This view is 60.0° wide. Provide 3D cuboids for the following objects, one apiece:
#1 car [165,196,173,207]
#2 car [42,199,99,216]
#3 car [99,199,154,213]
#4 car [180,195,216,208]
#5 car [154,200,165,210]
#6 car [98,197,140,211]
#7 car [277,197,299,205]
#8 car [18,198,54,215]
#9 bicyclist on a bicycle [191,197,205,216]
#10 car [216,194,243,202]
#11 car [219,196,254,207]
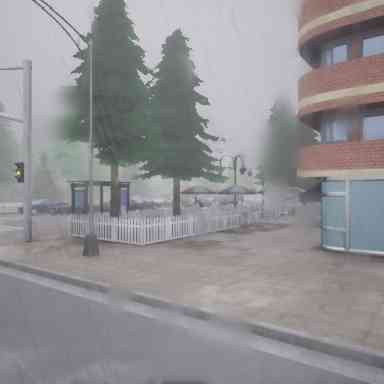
[{"bbox_3d":[-2.237,1.296,48.337,4.553,1.767,2.097,0,0,-43],"label":"car"},{"bbox_3d":[-11.254,1.545,31.572,1.895,1.301,4.718,0,0,36],"label":"car"},{"bbox_3d":[-6.238,1.545,32.216,1.895,1.301,4.718,0,0,36],"label":"car"},{"bbox_3d":[0.830,1.508,46.488,4.181,1.385,1.994,0,0,-43],"label":"car"},{"bbox_3d":[-5.784,1.545,38.931,1.895,1.301,4.718,0,0,37],"label":"car"},{"bbox_3d":[-8.832,1.422,40.636,1.882,1.535,5.008,0,0,38],"label":"car"},{"bbox_3d":[14.235,1.449,47.312,4.892,1.490,1.837,0,-1,-28],"label":"car"},{"bbox_3d":[-14.551,1.422,32.967,1.882,1.535,5.008,0,0,36],"label":"car"},{"bbox_3d":[0.434,1.245,27.308,1.656,1.620,0.582,0,0,36],"label":"bicyclist on a bicycle"},{"bbox_3d":[6.058,1.166,54.934,5.566,2.045,2.150,0,0,-31],"label":"car"},{"bbox_3d":[6.559,1.545,46.701,4.718,1.301,1.895,0,0,-38],"label":"car"}]
